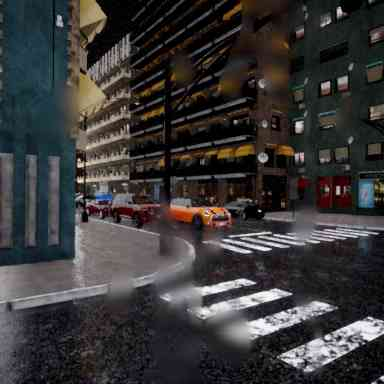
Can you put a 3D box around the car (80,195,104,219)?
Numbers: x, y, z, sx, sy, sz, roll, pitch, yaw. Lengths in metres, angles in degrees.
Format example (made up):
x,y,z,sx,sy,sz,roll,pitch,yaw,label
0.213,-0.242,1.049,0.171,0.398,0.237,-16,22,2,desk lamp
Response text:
x,y,z,sx,sy,sz,roll,pitch,yaw,label
-6.507,1.183,24.814,1.887,1.381,4.507,2,0,-36,car

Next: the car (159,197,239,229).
x,y,z,sx,sy,sz,roll,pitch,yaw,label
0.277,1.127,19.885,2.097,1.767,4.553,1,0,-37,car

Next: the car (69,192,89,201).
x,y,z,sx,sy,sz,roll,pitch,yaw,label
-19.293,0.770,56.770,1.887,1.381,4.507,2,0,-36,car

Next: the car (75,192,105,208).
x,y,z,sx,sy,sz,roll,pitch,yaw,label
-11.202,1.018,35.712,1.812,1.442,4.674,1,1,-36,car

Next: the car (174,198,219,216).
x,y,z,sx,sy,sz,roll,pitch,yaw,label
0.303,1.289,29.696,1.802,1.307,4.206,2,0,-36,car

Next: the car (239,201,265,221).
x,y,z,sx,sy,sz,roll,pitch,yaw,label
3.569,1.354,25.183,1.947,1.339,4.313,2,0,-36,car

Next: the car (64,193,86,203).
x,y,z,sx,sy,sz,roll,pitch,yaw,label
-17.750,0.858,50.213,1.994,1.385,4.181,1,1,-36,car

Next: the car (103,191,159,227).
x,y,z,sx,sy,sz,roll,pitch,yaw,label
-3.235,1.034,20.302,2.192,1.841,5.009,2,0,-36,car

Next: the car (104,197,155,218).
x,y,z,sx,sy,sz,roll,pitch,yaw,label
-5.321,1.185,27.576,2.033,1.411,5.357,1,0,-36,car
